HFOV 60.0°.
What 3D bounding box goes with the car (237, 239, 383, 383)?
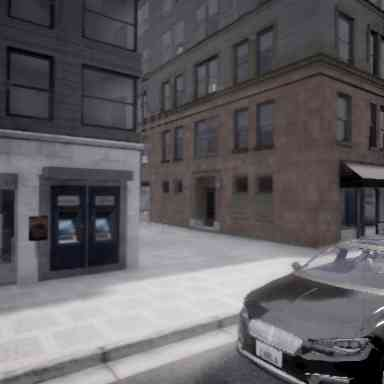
[{"bbox_3d":[2.843,1.548,5.103,4.902,1.511,2.128,1,0,-36],"label":"car"}]
